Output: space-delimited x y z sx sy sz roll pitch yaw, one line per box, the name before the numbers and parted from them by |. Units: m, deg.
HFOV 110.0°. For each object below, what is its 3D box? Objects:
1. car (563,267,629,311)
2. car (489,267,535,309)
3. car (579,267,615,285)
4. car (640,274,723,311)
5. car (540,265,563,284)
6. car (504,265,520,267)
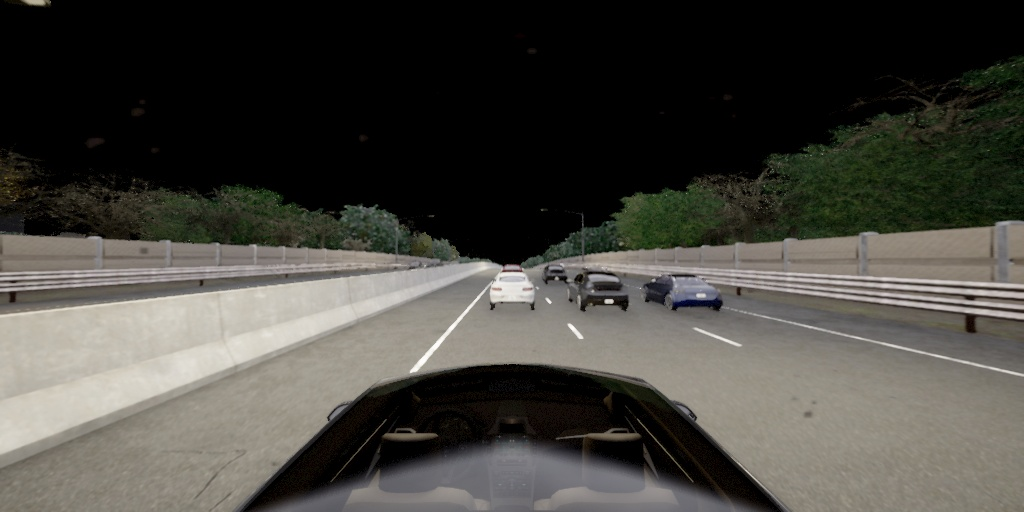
car | 3.526 1.393 15.336 1.837 1.490 4.892 0 0 1
car | 0.031 1.415 15.745 1.812 1.442 4.674 0 0 1
car | 7.024 1.592 30.104 1.895 1.301 4.718 0 0 0
car | 7.027 1.450 15.285 1.994 1.385 4.181 0 0 1
car | 3.528 1.499 30.335 1.837 1.490 4.892 0 0 1
car | 0.035 1.473 31.080 1.882 1.535 5.008 0 0 1
